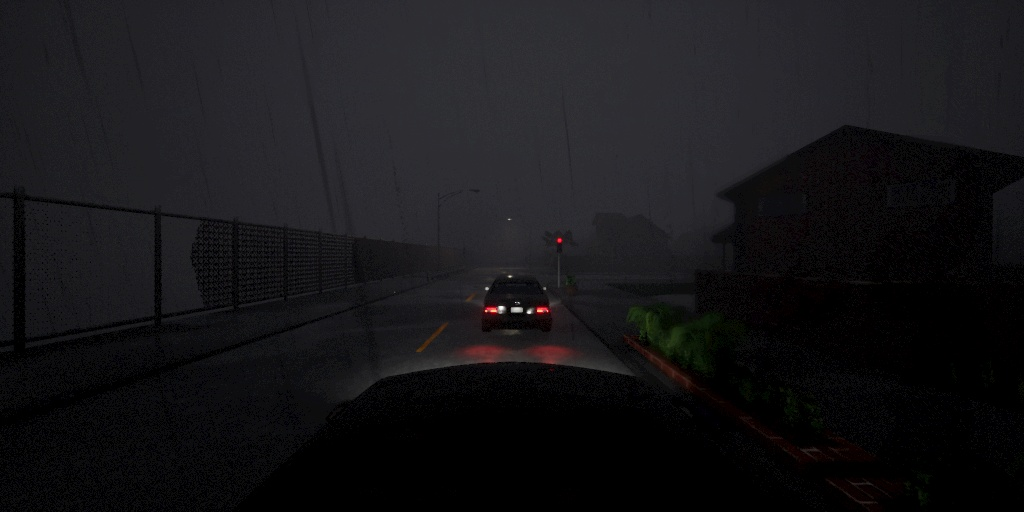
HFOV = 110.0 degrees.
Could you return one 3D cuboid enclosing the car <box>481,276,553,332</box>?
[{"bbox_3d":[0.118,1.297,10.825,2.033,1.411,5.357,0,0,0],"label":"car"}]
